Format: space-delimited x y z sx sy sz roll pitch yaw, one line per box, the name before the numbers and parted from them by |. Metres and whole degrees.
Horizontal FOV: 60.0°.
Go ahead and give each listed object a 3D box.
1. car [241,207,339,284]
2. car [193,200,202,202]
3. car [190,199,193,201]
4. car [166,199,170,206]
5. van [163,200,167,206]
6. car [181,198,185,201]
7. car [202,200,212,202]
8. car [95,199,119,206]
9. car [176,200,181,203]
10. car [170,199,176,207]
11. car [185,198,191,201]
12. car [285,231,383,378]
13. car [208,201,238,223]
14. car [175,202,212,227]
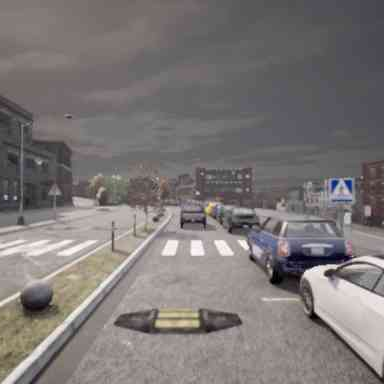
car | 2.997 1.448 10.071 2.185 1.767 4.553 0 -1 0
car | 1.797 2.120 48.838 2.163 1.488 4.792 0 -1 -5
car | 1.213 2.217 54.326 2.002 1.452 4.674 0 -1 -6
car | -4.749 3.063 87.008 2.002 1.452 4.674 0 -2 -14
van | -6.133 3.020 92.515 1.878 1.987 4.442 0 -2 -14
car | -0.317 2.248 65.277 2.185 1.767 4.553 0 -1 -9
car | 2.642 1.912 37.620 2.097 1.535 5.008 0 -1 -2
car | -22.088 2.928 88.322 5.566 2.045 2.435 0 -2 -15
car | -1.255 2.253 70.810 2.435 2.045 5.566 0 -1 -10
car | -3.479 2.868 81.617 2.002 1.452 4.674 0 -2 -12
car | 0.525 2.265 59.703 2.231 1.521 4.892 0 -1 -7
car | 2.997 1.563 4.577 2.002 1.452 4.674 0 -1 0
car | 2.874 1.864 32.076 2.002 1.452 4.674 0 -1 -1
car | 0.065 1.728 24.699 2.128 1.511 4.902 0 -1 -1
